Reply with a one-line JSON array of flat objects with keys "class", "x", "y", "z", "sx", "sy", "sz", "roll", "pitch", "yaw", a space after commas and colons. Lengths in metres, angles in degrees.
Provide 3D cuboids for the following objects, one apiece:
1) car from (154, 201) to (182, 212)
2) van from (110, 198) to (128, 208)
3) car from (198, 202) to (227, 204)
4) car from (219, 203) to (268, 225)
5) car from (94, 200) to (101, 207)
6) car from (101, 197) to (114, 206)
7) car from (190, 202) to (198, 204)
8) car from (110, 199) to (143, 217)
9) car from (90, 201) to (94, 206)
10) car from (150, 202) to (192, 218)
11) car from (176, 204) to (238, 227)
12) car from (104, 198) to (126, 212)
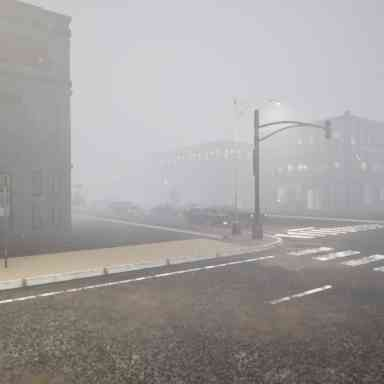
[{"class": "car", "x": -3.330, "y": 1.965, "z": 45.594, "sx": 1.802, "sy": 1.307, "sz": 4.206, "roll": -2, "pitch": 0, "yaw": -36}, {"class": "van", "x": -12.989, "y": 1.906, "z": 59.106, "sx": 1.690, "sy": 1.788, "sz": 3.998, "roll": -1, "pitch": 0, "yaw": -36}, {"class": "car", "x": 3.103, "y": 1.809, "z": 36.587, "sx": 2.008, "sy": 1.369, "sz": 4.403, "roll": -2, "pitch": 0, "yaw": -36}, {"class": "car", "x": 3.615, "y": 1.814, "z": 25.926, "sx": 1.895, "sy": 1.301, "sz": 4.718, "roll": -1, "pitch": 0, "yaw": -36}, {"class": "car", "x": -16.207, "y": 1.939, "z": 63.610, "sx": 2.192, "sy": 1.841, "sz": 5.009, "roll": -1, "pitch": 0, "yaw": -36}, {"class": "car", "x": -12.495, "y": 2.034, "z": 53.978, "sx": 2.128, "sy": 1.511, "sz": 4.902, "roll": -1, "pitch": 0, "yaw": -36}, {"class": "car", "x": -0.114, "y": 1.903, "z": 41.091, "sx": 1.802, "sy": 1.307, "sz": 4.206, "roll": -2, "pitch": 0, "yaw": -36}, {"class": "car", "x": -6.935, "y": 1.846, "z": 36.217, "sx": 1.967, "sy": 1.590, "sz": 4.097, "roll": -1, "pitch": 0, "yaw": -36}, {"class": "car", "x": -19.419, "y": 2.227, "z": 68.114, "sx": 1.887, "sy": 1.381, "sz": 4.507, "roll": -1, "pitch": 0, "yaw": -36}, {"class": "car", "x": -2.402, "y": 1.933, "z": 34.349, "sx": 1.895, "sy": 1.301, "sz": 4.718, "roll": -1, "pitch": 0, "yaw": -36}, {"class": "car", "x": 1.035, "y": 1.814, "z": 24.856, "sx": 1.947, "sy": 1.339, "sz": 4.313, "roll": -2, "pitch": 0, "yaw": -36}, {"class": "car", "x": -9.638, "y": 1.950, "z": 44.508, "sx": 1.882, "sy": 1.535, "sz": 5.008, "roll": -1, "pitch": 0, "yaw": -35}]
